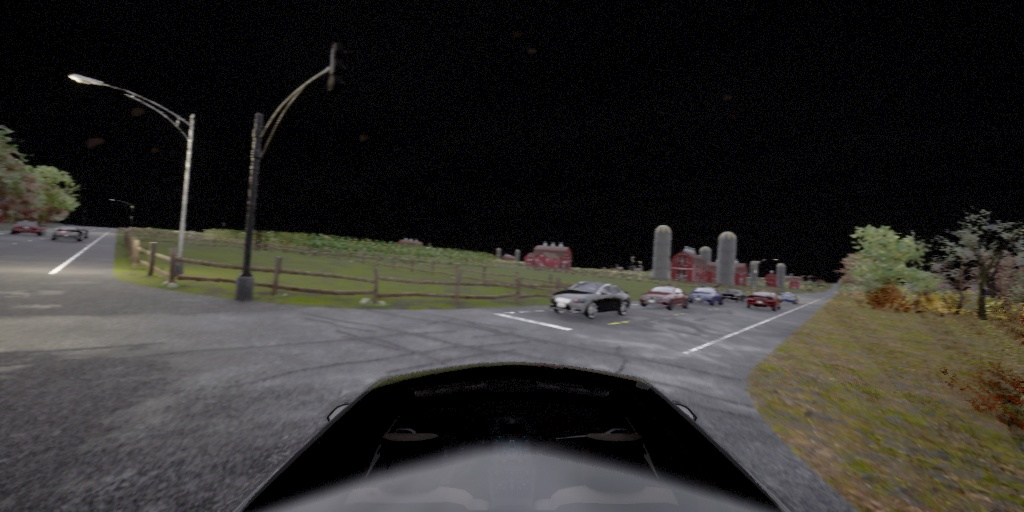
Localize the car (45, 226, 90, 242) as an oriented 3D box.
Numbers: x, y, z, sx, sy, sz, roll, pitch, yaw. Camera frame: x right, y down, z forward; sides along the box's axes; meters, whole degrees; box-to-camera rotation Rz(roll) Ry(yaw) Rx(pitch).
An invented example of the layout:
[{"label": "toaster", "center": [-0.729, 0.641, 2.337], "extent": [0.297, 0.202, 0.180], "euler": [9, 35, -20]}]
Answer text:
[{"label": "car", "center": [-44.512, -2.247, 36.021], "extent": [4.902, 1.511, 2.128], "euler": [4, -1, 42]}]

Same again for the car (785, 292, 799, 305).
[{"label": "car", "center": [33.816, 5.120, 44.001], "extent": [2.033, 1.411, 5.357], "euler": [3, -2, 43]}]

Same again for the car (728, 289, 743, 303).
[{"label": "car", "center": [23.063, 4.144, 37.591], "extent": [1.895, 1.301, 4.718], "euler": [3, -2, 43]}]

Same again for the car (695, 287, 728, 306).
[{"label": "car", "center": [16.432, 3.344, 30.355], "extent": [1.812, 1.442, 4.674], "euler": [3, -2, 42]}]

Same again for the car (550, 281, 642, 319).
[{"label": "car", "center": [3.698, 1.917, 16.415], "extent": [2.128, 1.511, 4.902], "euler": [3, -2, 43]}]

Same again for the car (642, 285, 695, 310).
[{"label": "car", "center": [10.016, 2.642, 23.324], "extent": [1.812, 1.442, 4.674], "euler": [3, -2, 43]}]

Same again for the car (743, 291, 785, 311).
[{"label": "car", "center": [21.309, 3.678, 30.230], "extent": [1.882, 1.535, 5.008], "euler": [3, -2, 42]}]
